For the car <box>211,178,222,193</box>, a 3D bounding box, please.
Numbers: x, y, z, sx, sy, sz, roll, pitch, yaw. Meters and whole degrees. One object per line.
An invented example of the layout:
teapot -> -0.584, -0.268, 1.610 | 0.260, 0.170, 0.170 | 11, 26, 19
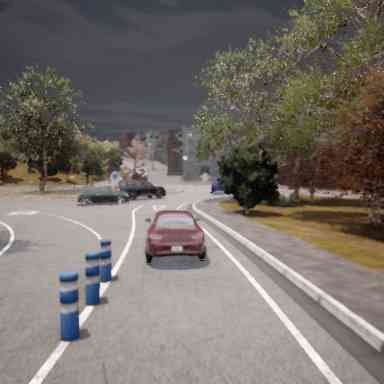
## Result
car -> 3.888, -0.920, 45.428 | 2.150, 2.045, 5.566 | 1, 4, 10

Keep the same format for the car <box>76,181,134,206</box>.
car -> -7.957, 0.210, 29.793 | 4.553, 1.767, 2.097 | -1, 4, -22

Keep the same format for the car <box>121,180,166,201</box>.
car -> -5.347, -0.246, 34.941 | 5.566, 2.045, 2.150 | -3, 5, -41

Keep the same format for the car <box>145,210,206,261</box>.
car -> -0.635, 1.344, 11.479 | 1.812, 1.442, 4.674 | 0, 2, -5
